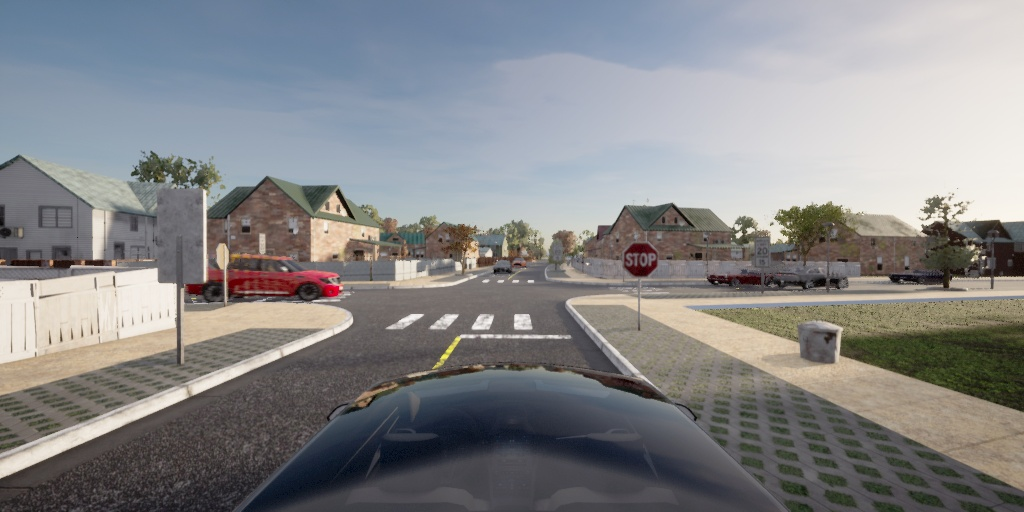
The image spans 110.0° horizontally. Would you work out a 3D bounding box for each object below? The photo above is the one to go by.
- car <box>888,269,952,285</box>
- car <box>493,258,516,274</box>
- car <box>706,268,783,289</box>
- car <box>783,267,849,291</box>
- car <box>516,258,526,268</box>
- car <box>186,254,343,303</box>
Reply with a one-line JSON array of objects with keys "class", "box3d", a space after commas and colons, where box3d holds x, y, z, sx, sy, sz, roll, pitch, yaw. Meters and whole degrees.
[{"class": "car", "box3d": [34.767, 1.743, 30.595, 4.718, 1.301, 1.895, 1, 0, -15]}, {"class": "car", "box3d": [-0.985, 1.244, 40.484, 1.837, 1.490, 4.892, 0, 0, 5]}, {"class": "car", "box3d": [16.432, 1.524, 25.641, 4.718, 1.301, 1.895, 1, 0, -15]}, {"class": "car", "box3d": [19.635, 1.454, 23.554, 4.902, 1.511, 2.128, 1, 0, -15]}, {"class": "car", "box3d": [1.181, 1.088, 59.811, 2.097, 1.767, 4.553, 0, 0, 8]}, {"class": "car", "box3d": [-10.376, 0.984, 15.432, 5.566, 2.045, 2.150, 2, 0, -15]}]
